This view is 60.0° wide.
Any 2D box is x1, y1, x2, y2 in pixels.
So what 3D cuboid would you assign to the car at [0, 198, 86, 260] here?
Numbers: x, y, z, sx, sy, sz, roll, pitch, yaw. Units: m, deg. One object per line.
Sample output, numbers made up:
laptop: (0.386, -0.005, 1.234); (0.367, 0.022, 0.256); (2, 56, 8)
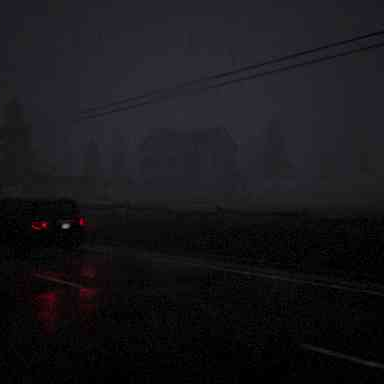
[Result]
car: (-6.421, 1.230, 12.784); (5.566, 2.045, 2.150); (0, 0, 36)
